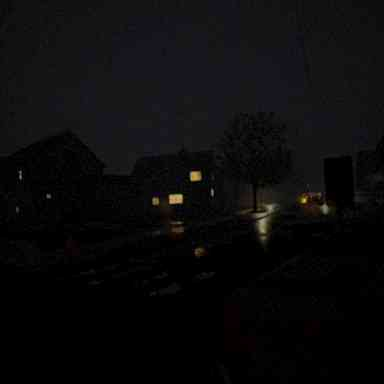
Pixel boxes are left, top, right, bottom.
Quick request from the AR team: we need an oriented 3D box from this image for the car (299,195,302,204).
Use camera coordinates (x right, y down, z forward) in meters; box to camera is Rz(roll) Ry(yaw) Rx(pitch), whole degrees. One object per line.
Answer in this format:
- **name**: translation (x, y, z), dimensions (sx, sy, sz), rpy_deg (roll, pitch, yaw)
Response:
- **car**: translation (19.037, 1.188, 55.720), dimensions (1.882, 1.535, 5.008), rpy_deg (-3, -1, 12)

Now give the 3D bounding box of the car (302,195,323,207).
- **car**: translation (16.774, 1.214, 45.762), dimensions (2.128, 1.511, 4.902), rpy_deg (-4, -1, 15)
